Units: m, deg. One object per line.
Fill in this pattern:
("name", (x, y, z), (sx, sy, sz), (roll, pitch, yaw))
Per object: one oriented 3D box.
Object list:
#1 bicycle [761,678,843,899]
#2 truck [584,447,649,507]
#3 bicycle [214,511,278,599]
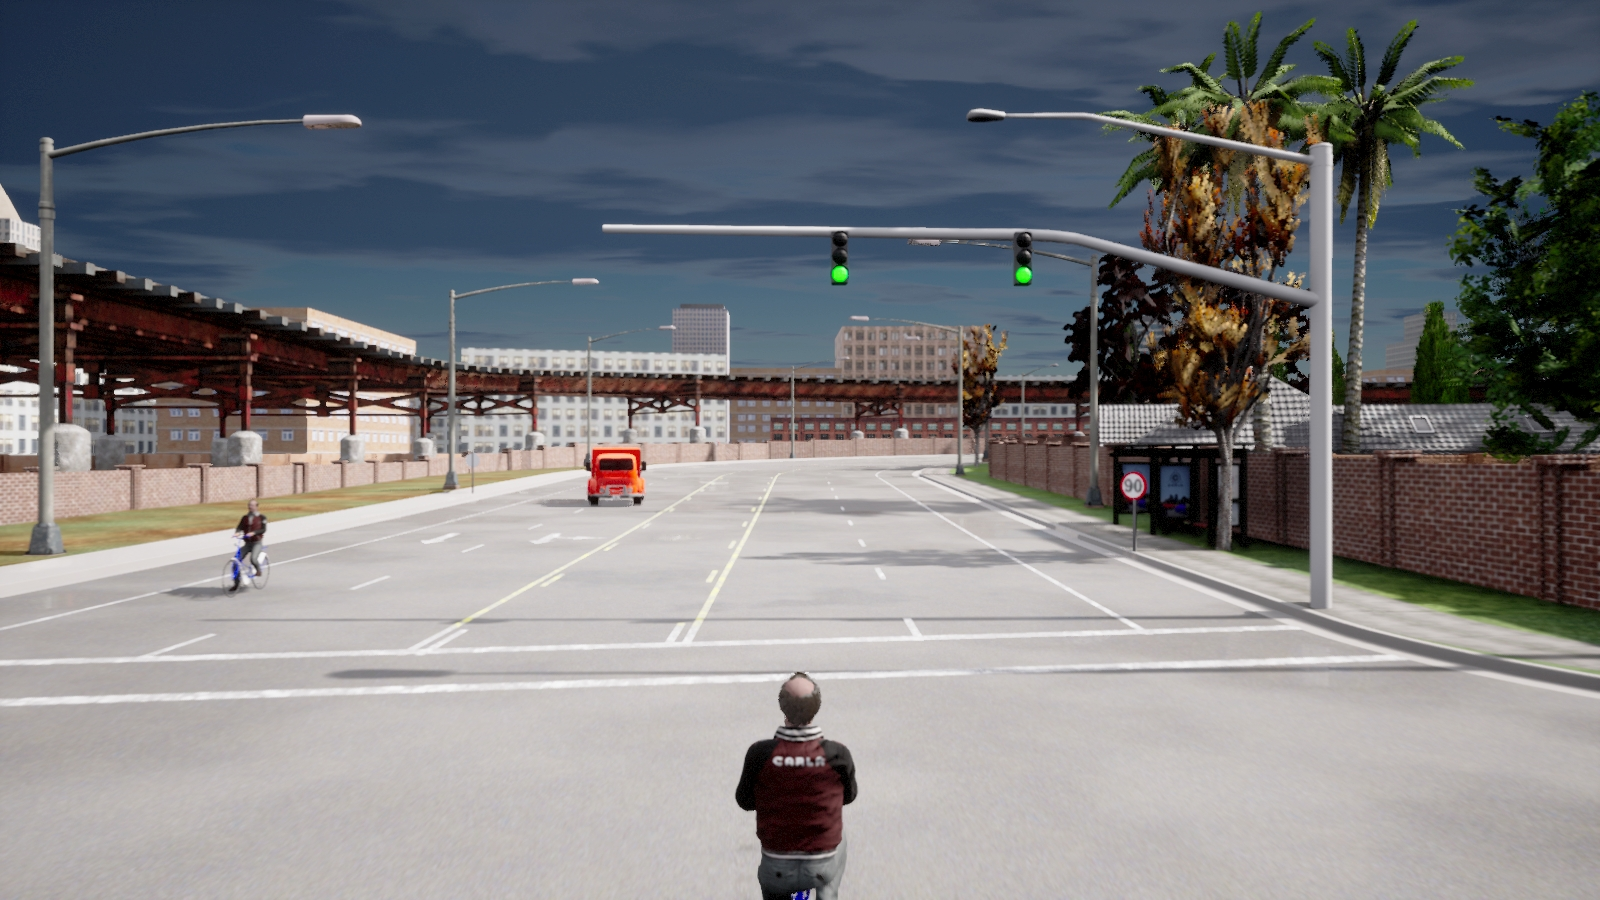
("bicycle", (0.013, 2.036, 5.517), (0.329, 1.496, 1.835), (0, 0, 0))
("truck", (-7.969, 1.126, 49.551), (2.627, 2.467, 5.204), (0, 0, -9))
("bicycle", (-10.488, 1.962, 21.680), (0.329, 1.496, 1.835), (0, 0, 0))
